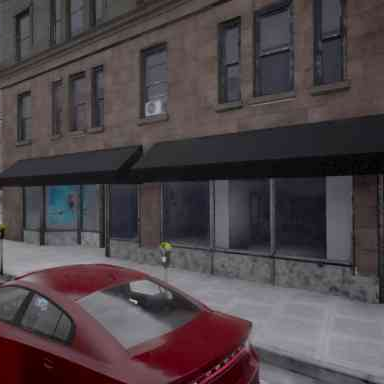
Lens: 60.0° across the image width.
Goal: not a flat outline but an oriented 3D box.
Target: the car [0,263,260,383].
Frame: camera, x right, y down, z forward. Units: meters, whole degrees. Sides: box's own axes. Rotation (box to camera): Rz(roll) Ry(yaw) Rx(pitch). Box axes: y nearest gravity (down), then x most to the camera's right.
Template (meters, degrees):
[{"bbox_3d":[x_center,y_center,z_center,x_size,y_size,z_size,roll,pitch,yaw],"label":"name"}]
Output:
[{"bbox_3d":[-1.461,1.545,3.908,4.507,1.381,1.887,0,0,36],"label":"car"}]
